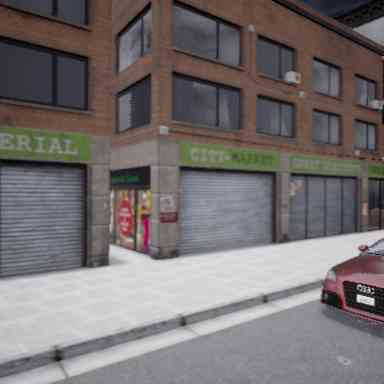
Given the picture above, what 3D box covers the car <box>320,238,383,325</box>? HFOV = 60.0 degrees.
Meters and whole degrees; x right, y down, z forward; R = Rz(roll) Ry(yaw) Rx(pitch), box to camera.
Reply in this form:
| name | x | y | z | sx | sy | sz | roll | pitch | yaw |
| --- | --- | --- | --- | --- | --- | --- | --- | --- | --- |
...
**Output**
| name | x | y | z | sx | sy | sz | roll | pitch | yaw |
| --- | --- | --- | --- | --- | --- | --- | --- | --- | --- |
| car | 4.427 | 1.567 | 6.539 | 4.181 | 1.385 | 1.994 | 0 | 0 | -36 |
